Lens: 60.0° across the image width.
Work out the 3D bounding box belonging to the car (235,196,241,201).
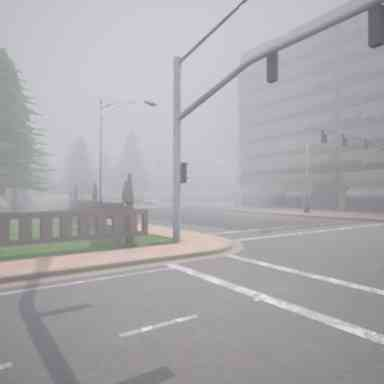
[{"bbox_3d":[12.649,1.693,82.042,4.674,1.442,1.812,0,0,-35],"label":"car"}]

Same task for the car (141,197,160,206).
[{"bbox_3d":[-6.684,1.579,56.464,1.812,1.442,4.674,0,0,7],"label":"car"}]

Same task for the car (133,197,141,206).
[{"bbox_3d":[-10.008,1.538,57.959,2.128,1.511,4.902,0,0,8],"label":"car"}]
